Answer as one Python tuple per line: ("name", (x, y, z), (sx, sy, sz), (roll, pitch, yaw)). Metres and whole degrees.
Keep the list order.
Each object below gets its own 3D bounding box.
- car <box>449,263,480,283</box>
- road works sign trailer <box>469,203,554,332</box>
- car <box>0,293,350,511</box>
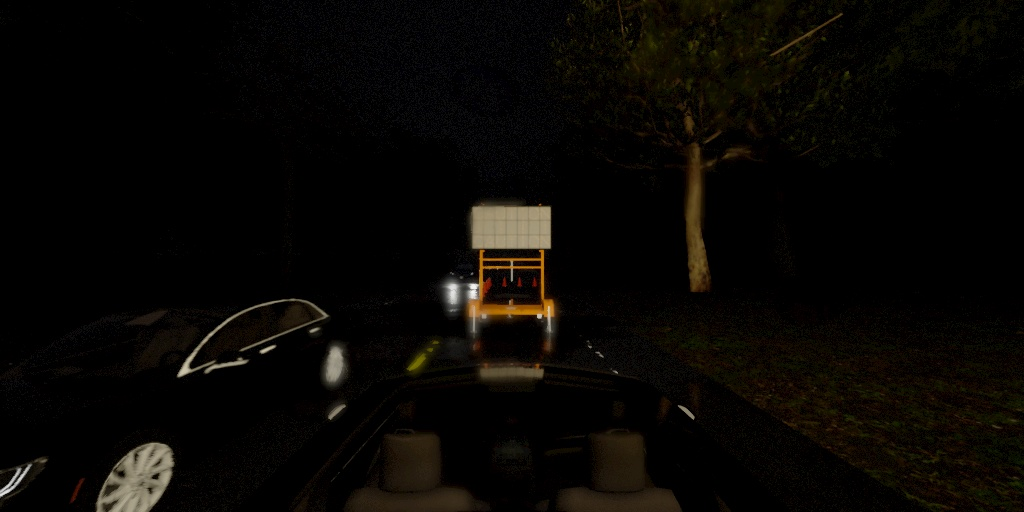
("car", (-3.610, 1.276, 28.152), (1.812, 1.442, 4.674), (0, 0, 0))
("road works sign trailer", (-0.005, 0.217, 10.821), (2.380, 3.560, 2.880), (0, 0, 0))
("car", (-3.601, 1.256, 4.070), (1.837, 1.490, 4.892), (0, 0, 0))
